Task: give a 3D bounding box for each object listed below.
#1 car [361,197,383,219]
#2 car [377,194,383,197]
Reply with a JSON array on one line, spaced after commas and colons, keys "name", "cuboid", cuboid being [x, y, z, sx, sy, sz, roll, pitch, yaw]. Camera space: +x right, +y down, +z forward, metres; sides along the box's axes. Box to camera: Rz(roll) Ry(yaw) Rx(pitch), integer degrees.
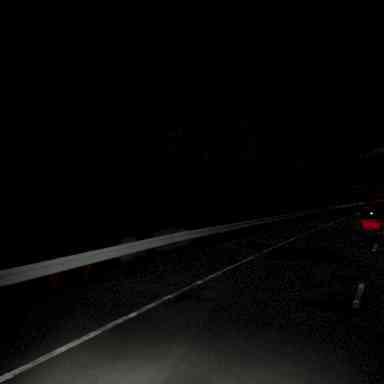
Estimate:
[{"name": "car", "cuboid": [16.239, 1.505, 29.462, 1.837, 1.490, 4.892, 0, 0, 35]}, {"name": "car", "cuboid": [22.347, 1.221, 37.963, 2.150, 2.045, 5.566, 0, 0, 36]}]
